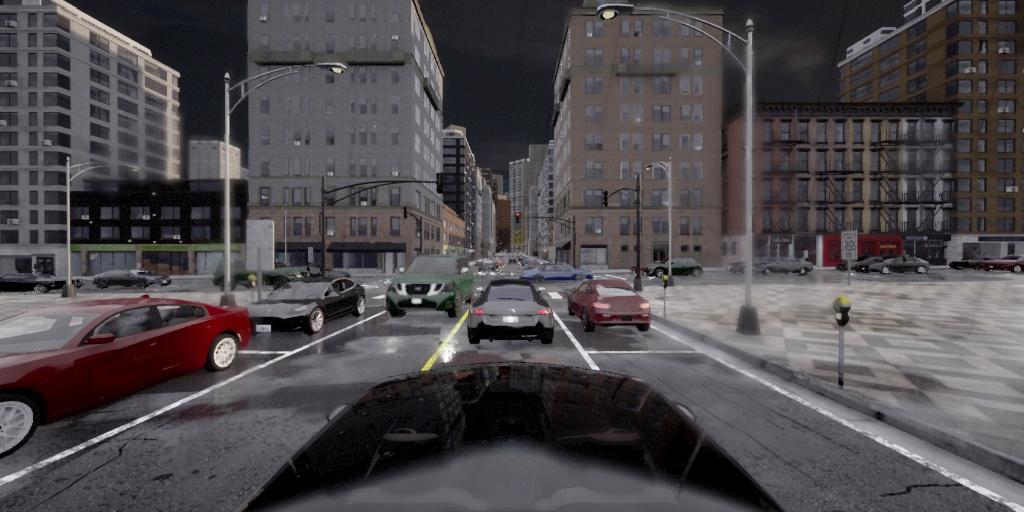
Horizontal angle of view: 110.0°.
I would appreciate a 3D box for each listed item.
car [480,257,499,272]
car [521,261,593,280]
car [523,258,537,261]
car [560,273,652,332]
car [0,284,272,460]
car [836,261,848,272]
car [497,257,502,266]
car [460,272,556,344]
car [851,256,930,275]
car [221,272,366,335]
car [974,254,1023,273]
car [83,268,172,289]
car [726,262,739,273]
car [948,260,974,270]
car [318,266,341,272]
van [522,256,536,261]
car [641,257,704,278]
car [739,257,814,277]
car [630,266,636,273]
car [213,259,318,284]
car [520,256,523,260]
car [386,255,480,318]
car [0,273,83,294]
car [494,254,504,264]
[{"bbox_3d":[-3.079,1.207,45.598,1.812,1.442,4.674,0,0,2],"label":"car"},{"bbox_3d":[3.241,1.243,26.436,5.357,1.411,2.033,-1,0,0],"label":"car"},{"bbox_3d":[2.786,1.257,47.808,1.802,1.307,4.207,0,0,0],"label":"car"},{"bbox_3d":[2.717,1.330,10.596,1.802,1.307,4.207,0,0,0],"label":"car"},{"bbox_3d":[-5.777,1.295,4.907,1.888,1.381,4.507,0,0,0],"label":"car"},{"bbox_3d":[32.878,0.738,33.185,4.892,1.490,1.837,-1,0,0],"label":"car"},{"bbox_3d":[-3.047,1.200,55.248,2.033,1.411,5.357,0,0,0],"label":"car"},{"bbox_3d":[-0.036,1.312,9.598,1.994,1.385,4.181,0,0,0],"label":"car"},{"bbox_3d":[31.752,0.771,29.931,4.892,1.490,1.837,-1,0,0],"label":"car"},{"bbox_3d":[-5.808,1.314,10.551,1.948,1.339,4.313,0,0,0],"label":"car"},{"bbox_3d":[42.518,0.598,29.920,5.008,1.535,1.882,-1,0,0],"label":"car"},{"bbox_3d":[-27.916,1.631,26.377,4.674,1.442,1.812,0,0,0],"label":"car"},{"bbox_3d":[22.516,0.868,33.171,4.902,1.511,2.128,-1,0,0],"label":"car"},{"bbox_3d":[43.673,0.689,33.166,4.718,1.301,1.895,-1,0,0],"label":"car"},{"bbox_3d":[-14.491,1.437,26.512,4.892,1.490,1.837,-1,0,-3],"label":"car"},{"bbox_3d":[2.803,0.999,53.360,1.690,1.789,3.998,0,0,0],"label":"van"},{"bbox_3d":[13.327,0.875,29.902,4.553,1.767,2.097,-1,0,0],"label":"car"},{"bbox_3d":[22.281,0.888,29.920,4.902,1.511,2.128,-1,0,0],"label":"car"},{"bbox_3d":[13.475,1.105,33.155,4.718,1.301,1.895,-1,0,0],"label":"car"},{"bbox_3d":[-16.012,1.190,23.113,5.566,2.045,2.150,-1,0,1],"label":"car"},{"bbox_3d":[2.837,1.202,64.468,1.802,1.307,4.207,0,0,0],"label":"car"},{"bbox_3d":[-2.712,0.965,13.311,2.150,2.045,5.566,0,0,2],"label":"car"},{"bbox_3d":[-30.807,1.759,23.121,4.718,1.301,1.895,-1,0,0],"label":"car"},{"bbox_3d":[-2.980,0.969,65.157,2.097,1.767,4.553,0,0,1],"label":"car"}]
